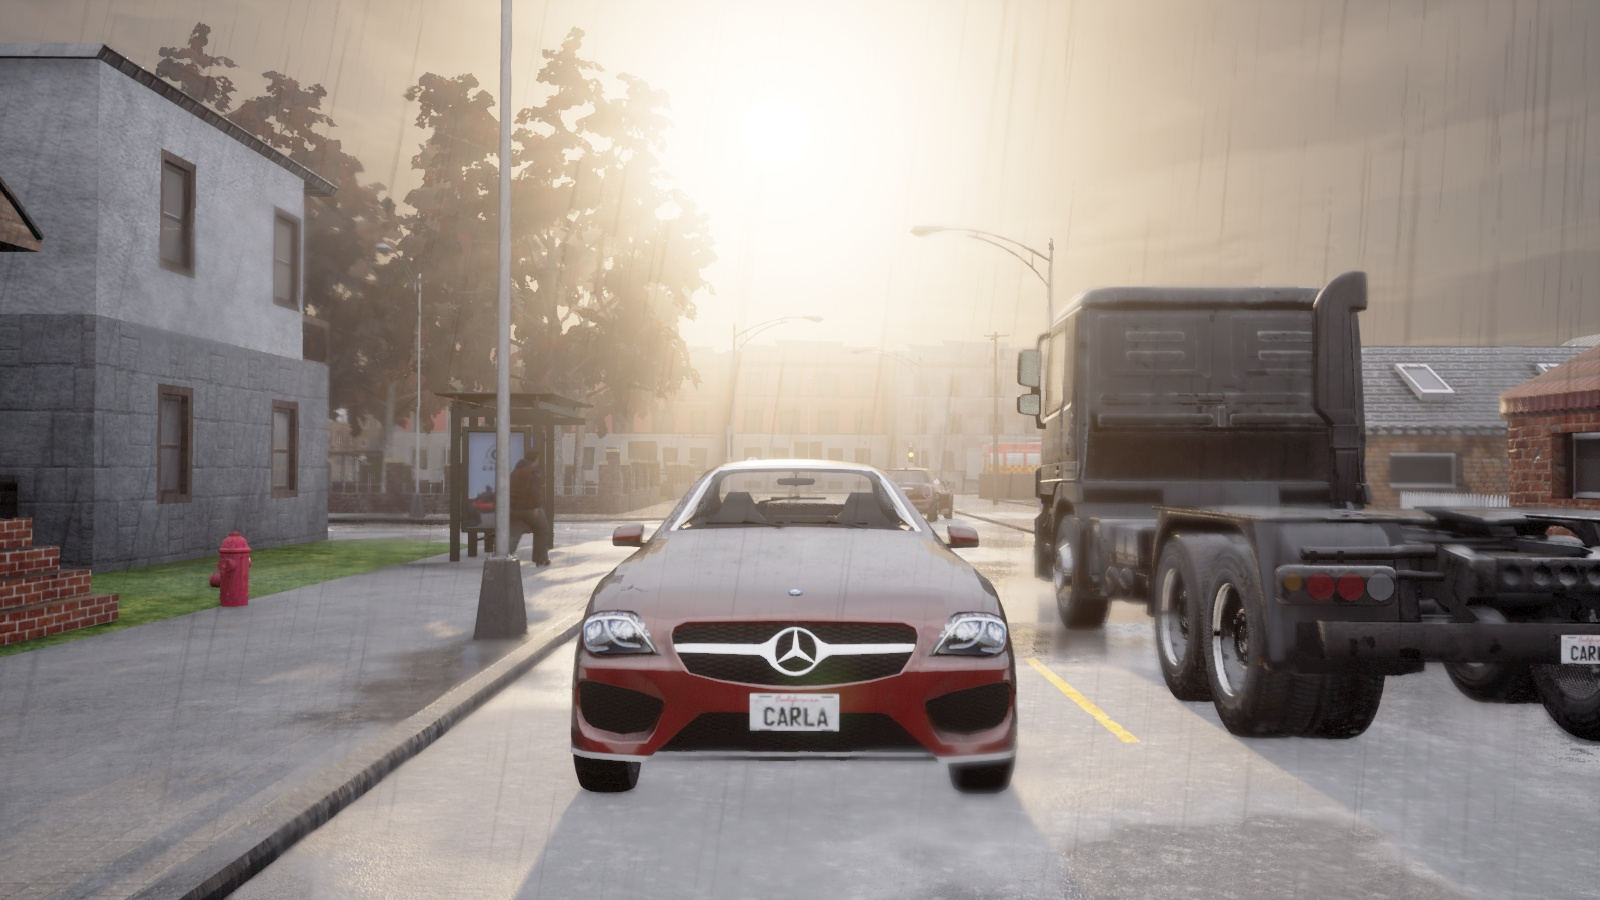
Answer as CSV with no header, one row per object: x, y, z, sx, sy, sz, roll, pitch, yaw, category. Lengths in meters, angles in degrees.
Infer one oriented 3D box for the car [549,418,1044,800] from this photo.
-0.022,0.726,7.980,2.152,1.651,5.027,0,-1,0,car

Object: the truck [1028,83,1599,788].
3.956,-0.013,10.135,2.891,3.462,7.936,0,-1,1,truck

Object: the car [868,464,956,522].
3.682,1.338,40.581,2.097,1.767,4.553,-1,-1,14,car

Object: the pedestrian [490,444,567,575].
-3.923,0.844,18.171,0.634,1.844,0.899,-1,-1,33,pedestrian

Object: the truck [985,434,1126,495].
16.408,0.942,81.072,8.468,3.827,2.891,0,-1,0,truck
